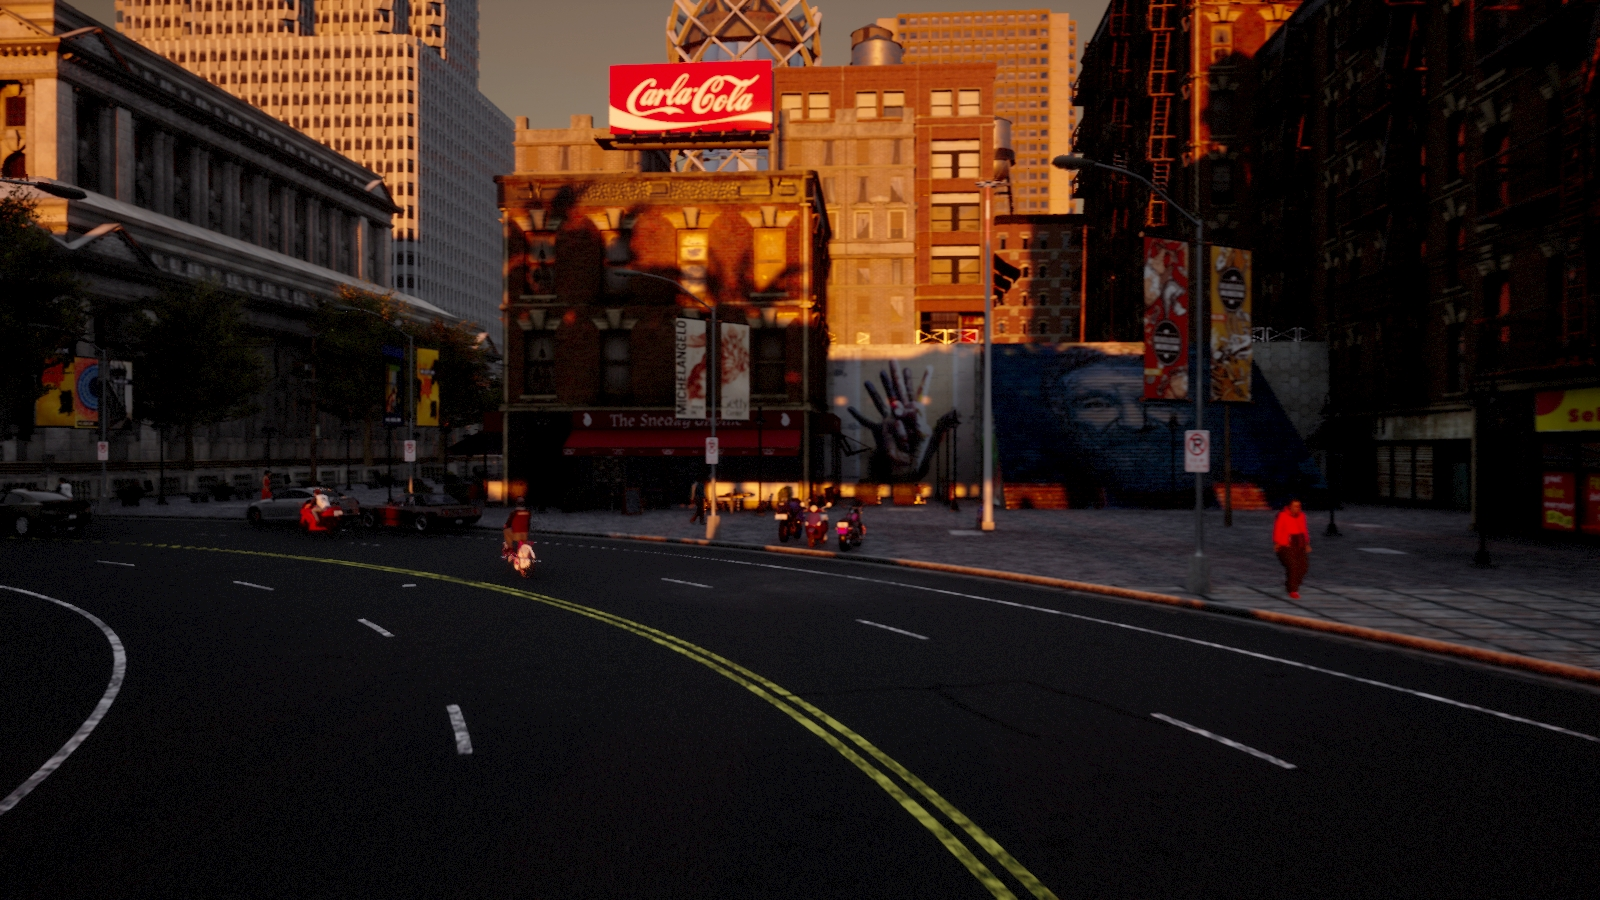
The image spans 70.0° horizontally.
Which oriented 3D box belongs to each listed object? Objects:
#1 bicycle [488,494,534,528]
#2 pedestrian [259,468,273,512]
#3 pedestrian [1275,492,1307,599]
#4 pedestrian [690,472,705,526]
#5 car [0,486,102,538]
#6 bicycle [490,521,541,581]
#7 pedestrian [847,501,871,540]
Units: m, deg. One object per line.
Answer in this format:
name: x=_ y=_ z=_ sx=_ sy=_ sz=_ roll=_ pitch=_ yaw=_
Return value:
bicycle: x=-10.423 y=2.210 z=41.263 sx=1.643 sy=1.196 sz=0.373 roll=0 pitch=1 yaw=17
pedestrian: x=-22.667 y=1.706 z=48.495 sx=0.375 sy=1.860 sz=0.375 roll=0 pitch=0 yaw=2
pedestrian: x=8.744 y=1.693 z=20.361 sx=0.375 sy=1.860 sz=0.375 roll=0 pitch=0 yaw=-14
pedestrian: x=-3.593 y=1.699 z=39.937 sx=0.375 sy=1.860 sz=0.375 roll=0 pitch=0 yaw=-40
car: x=-26.286 y=2.043 z=38.487 sx=5.006 sy=1.535 sz=2.097 roll=0 pitch=0 yaw=20
bicycle: x=-6.313 y=2.213 z=25.275 sx=0.329 sy=1.171 sz=1.835 roll=0 pitch=0 yaw=-40
pedestrian: x=1.740 y=2.076 z=33.510 sx=0.500 sy=1.100 sz=0.500 roll=0 pitch=0 yaw=-39
